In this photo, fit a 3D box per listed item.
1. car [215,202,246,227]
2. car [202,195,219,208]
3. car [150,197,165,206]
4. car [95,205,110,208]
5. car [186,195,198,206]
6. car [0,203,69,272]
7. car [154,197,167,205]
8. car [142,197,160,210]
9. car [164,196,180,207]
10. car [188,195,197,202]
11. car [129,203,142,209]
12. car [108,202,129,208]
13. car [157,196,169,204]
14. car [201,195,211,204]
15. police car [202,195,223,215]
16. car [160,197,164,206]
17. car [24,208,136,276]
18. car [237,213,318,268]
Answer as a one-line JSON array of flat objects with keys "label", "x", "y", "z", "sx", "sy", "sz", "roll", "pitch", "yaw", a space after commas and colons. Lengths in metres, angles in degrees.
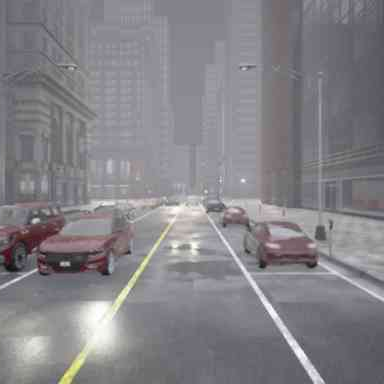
[{"label": "car", "x": 2.763, "y": 1.591, "z": 22.220, "sx": 1.802, "sy": 1.307, "sz": 4.206, "roll": 0, "pitch": 0, "yaw": 0}, {"label": "car", "x": 2.766, "y": 1.349, "z": 50.401, "sx": 2.192, "sy": 1.841, "sz": 5.009, "roll": 0, "pitch": 0, "yaw": 0}, {"label": "car", "x": -5.757, "y": 1.608, "z": 56.036, "sx": 1.947, "sy": 1.339, "sz": 4.313, "roll": 0, "pitch": 0, "yaw": 0}, {"label": "car", "x": -5.763, "y": 1.573, "z": 16.579, "sx": 1.947, "sy": 1.339, "sz": 4.313, "roll": 0, "pitch": 0, "yaw": 0}, {"label": "car", "x": 0.008, "y": 1.564, "z": 53.766, "sx": 1.812, "sy": 1.442, "sz": 4.674, "roll": 0, "pitch": 0, "yaw": 0}, {"label": "car", "x": -5.765, "y": 1.320, "z": 10.943, "sx": 2.192, "sy": 1.841, "sz": 5.009, "roll": 0, "pitch": 0, "yaw": 0}, {"label": "car", "x": -5.757, "y": 1.616, "z": 61.672, "sx": 1.947, "sy": 1.339, "sz": 4.313, "roll": 0, "pitch": 0, "yaw": 0}, {"label": "car", "x": -5.759, "y": 1.553, "z": 44.592, "sx": 1.752, "sy": 1.417, "sz": 4.829, "roll": 0, "pitch": 0, "yaw": 0}, {"label": "car", "x": -3.063, "y": 1.391, "z": 52.874, "sx": 2.097, "sy": 1.767, "sz": 4.553, "roll": 0, "pitch": 0, "yaw": 0}, {"label": "car", "x": 0.011, "y": 1.400, "z": 69.747, "sx": 1.812, "sy": 1.442, "sz": 4.674, "roll": 0, "pitch": 0, "yaw": 0}, {"label": "car", "x": -5.761, "y": 1.564, "z": 27.852, "sx": 2.008, "sy": 1.369, "sz": 4.403, "roll": 0, "pitch": 0, "yaw": 0}, {"label": "car", "x": -5.762, "y": 1.575, "z": 22.216, "sx": 1.947, "sy": 1.339, "sz": 4.313, "roll": 0, "pitch": 0, "yaw": 0}, {"label": "car", "x": -5.756, "y": 1.609, "z": 67.309, "sx": 2.008, "sy": 1.369, "sz": 4.403, "roll": 0, "pitch": 0, "yaw": 0}, {"label": "car", "x": 2.769, "y": 1.498, "z": 67.309, "sx": 1.967, "sy": 1.590, "sz": 4.097, "roll": 0, "pitch": 0, "yaw": 0}, {"label": "police car", "x": 2.372, "y": 1.443, "z": 34.856, "sx": 1.930, "sy": 1.638, "sz": 5.238, "roll": 0, "pitch": 0, "yaw": 0}, {"label": "car", "x": -5.758, "y": 1.616, "z": 50.399, "sx": 1.802, "sy": 1.307, "sz": 4.206, "roll": 0, "pitch": 0, "yaw": 0}, {"label": "car", "x": -3.099, "y": 1.482, "z": 10.618, "sx": 1.882, "sy": 1.535, "sz": 5.008, "roll": 0, "pitch": 0, "yaw": 0}, {"label": "car", "x": 2.761, "y": 1.587, "z": 10.947, "sx": 1.802, "sy": 1.307, "sz": 4.206, "roll": 0, "pitch": 0, "yaw": 0}]
